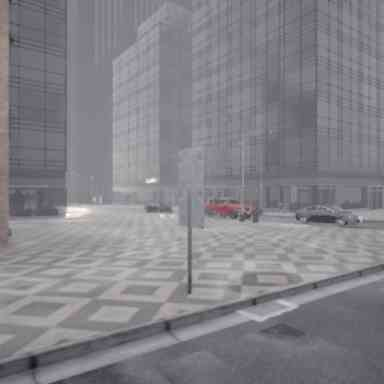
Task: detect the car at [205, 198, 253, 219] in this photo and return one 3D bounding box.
[{"bbox_3d":[3.527,1.583,32.685,2.150,2.045,5.566,0,-1,-37],"label":"car"}]

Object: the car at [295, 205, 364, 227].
[{"bbox_3d":[9.791,1.690,24.057,2.128,1.511,4.902,0,-1,-36],"label":"car"}]

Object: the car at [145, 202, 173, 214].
[{"bbox_3d":[-4.423,2.049,43.679,1.882,1.535,5.008,0,-1,-36],"label":"car"}]
